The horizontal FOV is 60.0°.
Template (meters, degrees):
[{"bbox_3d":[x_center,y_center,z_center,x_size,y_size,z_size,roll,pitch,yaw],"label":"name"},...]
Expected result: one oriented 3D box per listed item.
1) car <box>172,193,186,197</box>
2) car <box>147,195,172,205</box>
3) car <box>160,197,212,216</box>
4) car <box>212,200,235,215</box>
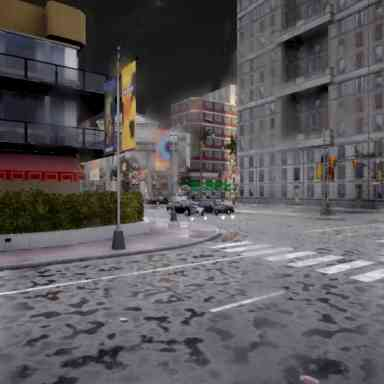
[{"bbox_3d":[-2.557,1.221,62.268,2.150,2.045,5.566,0,0,-15],"label":"car"},{"bbox_3d":[-6.270,1.505,59.585,1.837,1.490,4.892,0,0,-44],"label":"car"},{"bbox_3d":[-0.657,1.491,32.176,2.128,1.511,4.902,0,0,-35],"label":"car"},{"bbox_3d":[2.028,1.547,34.440,2.033,1.411,5.357,0,0,-35],"label":"car"}]
